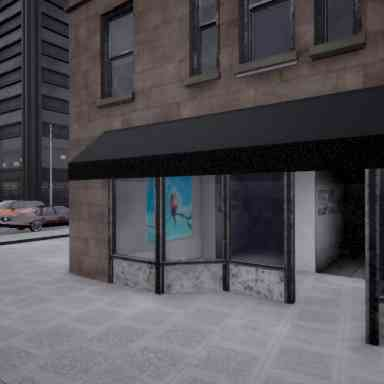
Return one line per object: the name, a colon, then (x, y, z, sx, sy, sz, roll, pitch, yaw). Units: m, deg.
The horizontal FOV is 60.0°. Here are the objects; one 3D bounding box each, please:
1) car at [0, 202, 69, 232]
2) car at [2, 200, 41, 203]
car: (-8.427, 1.491, 19.754, 2.033, 1.411, 5.357, 0, 0, 35)
car: (-11.345, 1.311, 21.002, 2.097, 1.767, 4.553, 0, 0, 35)
